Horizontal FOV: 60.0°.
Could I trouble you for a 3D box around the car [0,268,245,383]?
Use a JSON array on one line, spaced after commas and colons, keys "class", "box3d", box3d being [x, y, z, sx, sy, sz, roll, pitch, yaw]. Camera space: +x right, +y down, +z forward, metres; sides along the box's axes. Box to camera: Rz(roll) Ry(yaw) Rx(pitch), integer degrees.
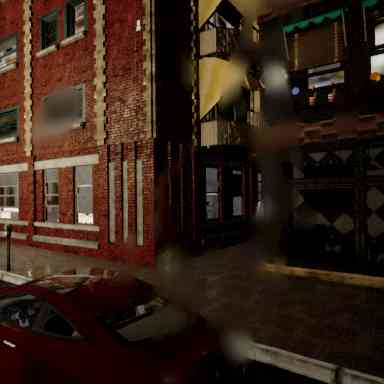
[{"class": "car", "box3d": [-1.444, 1.583, 3.879, 4.206, 1.307, 1.802, 0, -1, 36]}]
